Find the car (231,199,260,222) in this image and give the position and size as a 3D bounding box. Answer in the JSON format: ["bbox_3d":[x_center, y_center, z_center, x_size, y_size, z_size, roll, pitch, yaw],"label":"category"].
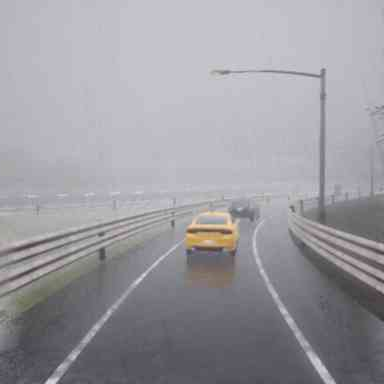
[{"bbox_3d":[4.431,1.405,27.928,2.097,1.767,4.553,1,1,19],"label":"car"}]

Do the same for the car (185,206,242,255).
[{"bbox_3d":[0.986,1.584,14.088,1.882,1.535,5.008,0,0,9],"label":"car"}]
